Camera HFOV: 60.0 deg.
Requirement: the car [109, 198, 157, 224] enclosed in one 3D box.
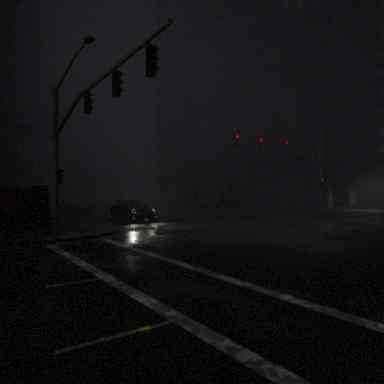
[{"bbox_3d":[-4.489,1.348,25.045,2.097,1.767,4.553,0,0,-36],"label":"car"}]
